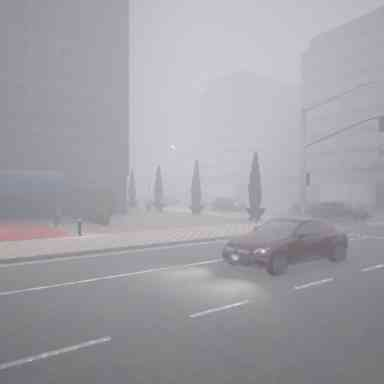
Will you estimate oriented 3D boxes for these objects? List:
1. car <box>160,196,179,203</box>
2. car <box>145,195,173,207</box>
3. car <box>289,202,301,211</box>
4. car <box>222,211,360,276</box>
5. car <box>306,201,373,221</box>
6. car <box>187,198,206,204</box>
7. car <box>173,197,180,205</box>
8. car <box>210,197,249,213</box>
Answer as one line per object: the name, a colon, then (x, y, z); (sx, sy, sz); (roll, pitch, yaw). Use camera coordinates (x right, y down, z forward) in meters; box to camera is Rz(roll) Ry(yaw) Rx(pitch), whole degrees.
car: (-4.736, 1.600, 69.582); (1.895, 1.301, 4.718); (0, 0, -34)
car: (-5.393, 1.601, 51.810); (1.895, 1.301, 4.718); (0, 0, -35)
car: (11.861, 1.563, 33.266); (1.994, 1.385, 4.181); (0, 0, -36)
car: (3.076, 1.526, 10.440); (4.674, 1.442, 1.812); (0, 0, -35)
car: (11.975, 1.506, 26.912); (1.837, 1.490, 4.892); (0, 0, -35)
car: (0.921, 1.564, 61.417); (1.994, 1.385, 4.181); (0, 0, -34)
car: (-3.946, 1.352, 55.864); (2.097, 1.767, 4.553); (0, 0, -35)
car: (4.397, 1.351, 37.761); (2.097, 1.767, 4.553); (0, 0, -35)
